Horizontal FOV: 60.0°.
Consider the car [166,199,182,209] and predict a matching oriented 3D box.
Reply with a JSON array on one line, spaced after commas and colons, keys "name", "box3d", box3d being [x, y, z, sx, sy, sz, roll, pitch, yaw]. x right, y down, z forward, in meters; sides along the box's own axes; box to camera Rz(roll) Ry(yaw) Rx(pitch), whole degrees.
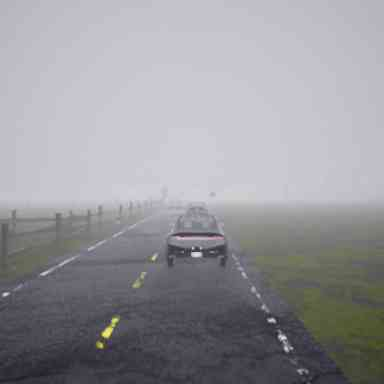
[{"name": "car", "box3d": [-2.033, 1.577, 41.305, 2.033, 1.411, 5.357, 0, 0, 2]}]

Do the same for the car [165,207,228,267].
[{"name": "car", "box3d": [0.162, 1.500, 11.494, 2.128, 1.511, 4.902, 0, 0, 1]}]

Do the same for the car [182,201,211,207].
[{"name": "car", "box3d": [0.428, 1.524, 26.691, 1.837, 1.490, 4.892, 0, 0, 2]}]
